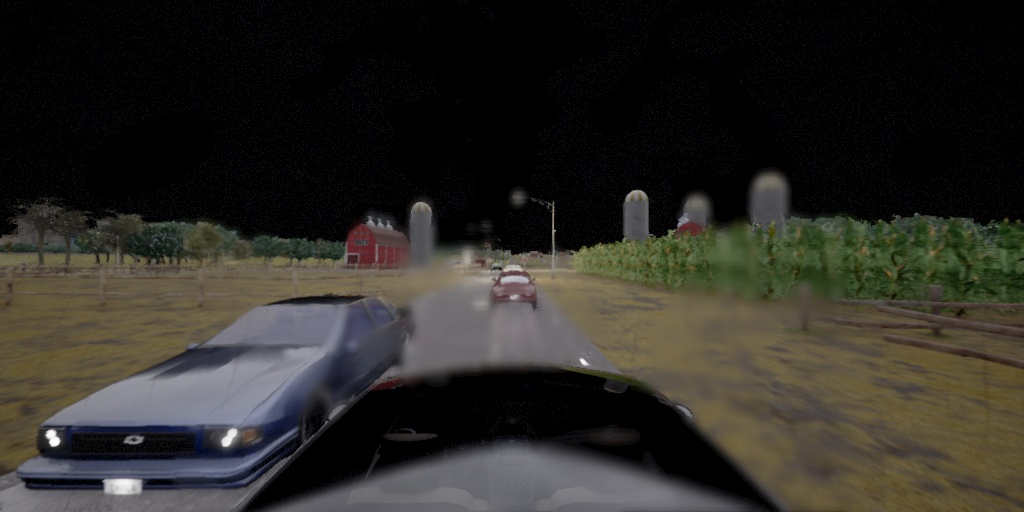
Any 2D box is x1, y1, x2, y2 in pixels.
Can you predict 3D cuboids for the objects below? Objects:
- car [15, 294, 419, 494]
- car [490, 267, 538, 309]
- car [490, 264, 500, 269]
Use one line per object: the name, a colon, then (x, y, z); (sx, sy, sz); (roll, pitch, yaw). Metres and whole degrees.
car: (-2.848, 1.312, 5.286); (2.033, 1.411, 5.357); (0, 0, 0)
car: (0.104, 1.350, 15.200); (1.812, 1.442, 4.674); (0, 0, 0)
car: (-2.757, 2.009, 62.586); (1.895, 1.301, 4.718); (0, -2, -8)
